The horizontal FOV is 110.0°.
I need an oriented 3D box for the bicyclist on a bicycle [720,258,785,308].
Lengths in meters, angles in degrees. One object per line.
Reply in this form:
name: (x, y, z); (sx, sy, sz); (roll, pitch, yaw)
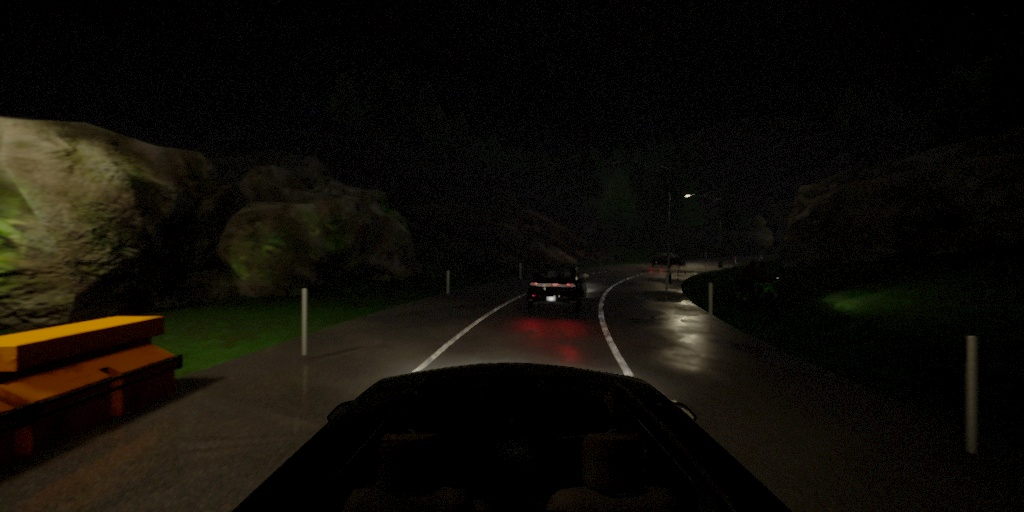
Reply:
bicyclist on a bicycle: (8.606, 1.000, 12.886); (1.656, 1.620, 0.582); (-9, -1, 44)

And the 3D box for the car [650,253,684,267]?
car: (16.819, 0.374, 38.727); (4.902, 1.511, 2.128); (-2, 3, -40)

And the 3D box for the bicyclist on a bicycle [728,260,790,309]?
bicyclist on a bicycle: (8.416, 0.979, 12.182); (0.582, 1.620, 1.656); (-7, 1, -36)

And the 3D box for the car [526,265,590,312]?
car: (1.798, 1.076, 13.459); (2.128, 1.511, 4.902); (1, 1, 14)
